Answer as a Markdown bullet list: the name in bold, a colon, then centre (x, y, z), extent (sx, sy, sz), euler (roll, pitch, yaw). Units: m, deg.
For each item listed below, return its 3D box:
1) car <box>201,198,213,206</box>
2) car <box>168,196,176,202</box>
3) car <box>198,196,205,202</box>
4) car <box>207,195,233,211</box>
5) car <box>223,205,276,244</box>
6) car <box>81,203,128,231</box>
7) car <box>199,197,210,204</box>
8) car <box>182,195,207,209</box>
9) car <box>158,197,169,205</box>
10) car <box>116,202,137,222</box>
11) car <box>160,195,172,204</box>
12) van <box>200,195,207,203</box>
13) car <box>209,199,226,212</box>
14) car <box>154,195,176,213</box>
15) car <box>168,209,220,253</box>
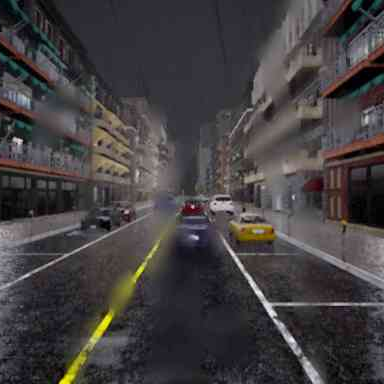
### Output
- **car**: centre (2.689, 1.795, 60.995), extent (2.008, 1.369, 4.403), euler (0, 0, 0)
- **car**: centre (-5.696, 1.982, 94.982), extent (2.008, 1.369, 4.403), euler (0, 0, 0)
- **car**: centre (2.685, 1.976, 94.982), extent (1.887, 1.381, 4.507), euler (0, 0, 0)
- **car**: centre (3.103, 1.355, 35.415), extent (2.150, 2.045, 5.566), euler (0, 0, 0)
- **car**: centre (2.695, 1.577, 15.850), extent (1.752, 1.417, 4.829), euler (0, 0, 0)
- **car**: centre (-5.686, 1.637, 21.344), extent (1.947, 1.339, 4.313), euler (0, 0, 0)
- **car**: centre (2.687, 1.852, 72.325), extent (2.008, 1.369, 4.403), euler (0, 0, 0)
- **car**: centre (0.089, 1.467, 32.526), extent (2.097, 1.767, 4.553), euler (0, 0, 0)
- **car**: centre (-5.692, 1.817, 66.659), extent (1.887, 1.381, 4.507), euler (0, 0, 0)
- **car**: centre (-5.686, 1.532, 27.006), extent (1.967, 1.590, 4.097), euler (0, 0, 0)
- **car**: centre (-5.691, 1.617, 72.326), extent (2.192, 1.841, 5.009), euler (0, 0, 0)
- **van**: centre (2.688, 1.673, 77.988), extent (1.690, 1.788, 3.998), euler (0, 0, 0)
- **car**: centre (3.144, 1.683, 42.384), extent (1.812, 1.442, 4.674), euler (0, 0, 0)
- **car**: centre (-3.101, 1.363, 38.906), extent (2.150, 2.045, 5.566), euler (0, 0, 0)
- **car**: centre (0.085, 1.609, 13.868), extent (1.994, 1.385, 4.181), euler (0, 0, 0)
